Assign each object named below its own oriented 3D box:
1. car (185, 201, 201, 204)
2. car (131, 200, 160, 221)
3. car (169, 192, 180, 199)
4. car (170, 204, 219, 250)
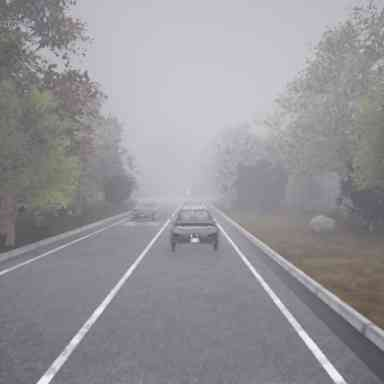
[{"bbox_3d":[0.095,1.497,32.330,1.895,1.301,4.718,0,0,0],"label":"car"},{"bbox_3d":[-3.601,1.429,26.270,1.837,1.490,4.892,0,0,0],"label":"car"},{"bbox_3d":[-3.507,0.740,67.301,2.097,1.767,4.553,0,0,0],"label":"car"},{"bbox_3d":[0.099,1.467,14.119,2.128,1.511,4.902,0,0,0],"label":"car"}]
